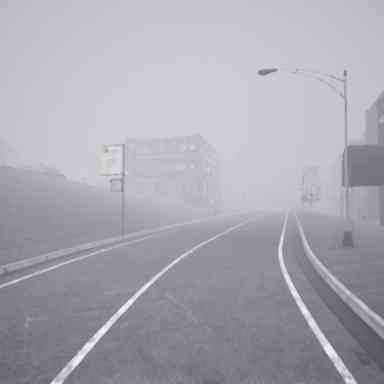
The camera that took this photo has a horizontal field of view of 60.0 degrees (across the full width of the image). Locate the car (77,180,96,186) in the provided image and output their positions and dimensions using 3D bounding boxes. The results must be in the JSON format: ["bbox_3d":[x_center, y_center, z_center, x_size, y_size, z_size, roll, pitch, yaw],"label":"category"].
[{"bbox_3d":[-19.322,-1.348,58.984,2.002,1.452,4.674,0,-4,3],"label":"car"}]

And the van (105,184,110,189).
[{"bbox_3d":[-19.023,-0.838,70.186,1.878,1.987,4.442,0,-4,1],"label":"van"}]

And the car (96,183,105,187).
[{"bbox_3d":[-19.133,-0.976,64.511,2.002,1.452,4.674,0,-4,2],"label":"car"}]

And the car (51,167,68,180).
[{"bbox_3d":[-20.010,-2.314,47.997,2.435,2.045,5.566,0,-3,6],"label":"car"}]

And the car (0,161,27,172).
[{"bbox_3d":[-21.207,-2.660,36.818,2.231,1.521,4.892,0,-3,8],"label":"car"}]

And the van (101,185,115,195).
[{"bbox_3d":[-19.058,-0.424,75.709,1.878,1.987,4.442,0,-4,0],"label":"van"}]

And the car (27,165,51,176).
[{"bbox_3d":[-20.556,-2.498,42.416,2.185,1.767,4.553,0,-3,7],"label":"car"}]
